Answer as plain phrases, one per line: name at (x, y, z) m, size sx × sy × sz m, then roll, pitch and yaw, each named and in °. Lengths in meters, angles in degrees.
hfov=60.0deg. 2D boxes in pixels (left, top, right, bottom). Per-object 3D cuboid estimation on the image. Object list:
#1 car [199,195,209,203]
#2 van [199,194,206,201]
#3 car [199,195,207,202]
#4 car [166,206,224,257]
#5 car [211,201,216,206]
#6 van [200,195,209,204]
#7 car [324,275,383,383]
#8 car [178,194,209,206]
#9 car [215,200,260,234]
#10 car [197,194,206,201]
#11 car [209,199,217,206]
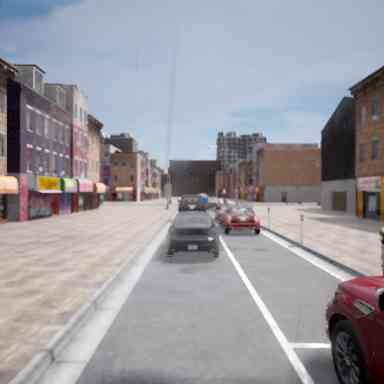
car at (2.624, 1.554, 74.292) m, size 1.967 × 1.590 × 4.097 m, roll 0°, pitch 0°, yaw 0°
van at (2.622, 1.487, 85.244) m, size 1.690 × 1.788 × 3.998 m, roll 0°, pitch 0°, yaw 0°
car at (2.623, 1.570, 79.768) m, size 1.967 × 1.590 × 4.097 m, roll 0°, pitch 0°, yaw 0°
car at (0.046, 1.508, 12.992) m, size 1.837 × 1.490 × 4.892 m, roll 0°, pitch 0°, yaw 0°
car at (2.633, 1.588, 24.777) m, size 1.802 × 1.307 × 4.206 m, roll 0°, pitch 0°, yaw 0°
van at (2.625, 1.439, 68.817) m, size 1.690 × 1.788 × 3.998 m, roll 0°, pitch 0°, yaw 0°
car at (2.637, 1.316, 2.058) m, size 2.192 × 1.841 × 5.009 m, roll 0°, pitch 0°, yaw 0°
car at (0.033, 1.232, 26.883) m, size 2.150 × 2.045 × 5.566 m, roll 0°, pitch 0°, yaw 1°
car at (2.634, 1.444, 19.097) m, size 1.967 × 1.590 × 4.097 m, roll 0°, pitch 0°, yaw 0°
car at (2.620, 1.479, 90.717) m, size 2.192 × 1.841 × 5.009 m, roll 0°, pitch 0°, yaw 0°
car at (2.630, 1.583, 41.814) m, size 2.008 × 1.369 × 4.403 m, roll 0°, pitch 0°, yaw 0°
